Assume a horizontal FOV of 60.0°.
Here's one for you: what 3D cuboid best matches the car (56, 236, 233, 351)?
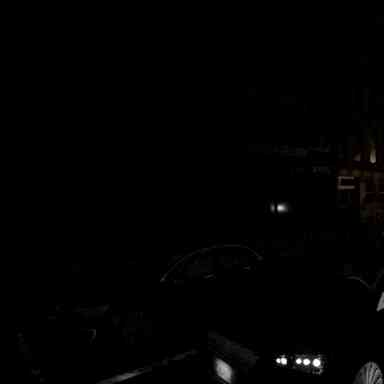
[{"bbox_3d":[-0.133,1.551,6.093,4.403,1.369,2.008,0,0,-36],"label":"car"}]

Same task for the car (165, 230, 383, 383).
[{"bbox_3d":[2.318,1.492,4.683,4.902,1.511,2.128,0,0,-35],"label":"car"}]
